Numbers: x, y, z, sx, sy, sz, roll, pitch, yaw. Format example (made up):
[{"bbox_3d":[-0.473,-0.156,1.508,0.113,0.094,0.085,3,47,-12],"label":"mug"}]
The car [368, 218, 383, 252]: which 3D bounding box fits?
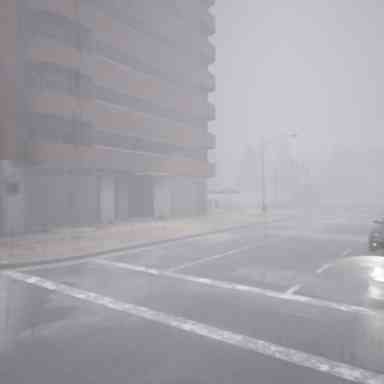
[{"bbox_3d":[8.277,1.565,13.082,1.994,1.385,4.181,0,0,36],"label":"car"}]
